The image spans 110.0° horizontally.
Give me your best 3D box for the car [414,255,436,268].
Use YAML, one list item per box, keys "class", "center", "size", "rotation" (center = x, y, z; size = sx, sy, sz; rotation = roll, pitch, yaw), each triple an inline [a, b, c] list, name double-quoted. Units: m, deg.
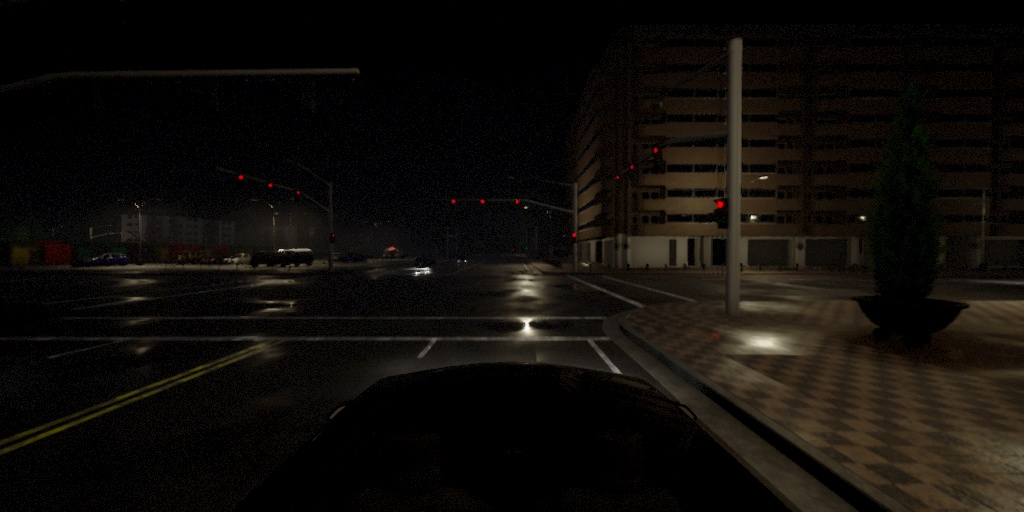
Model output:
- class: "car"
  center: [-10.496, 0.672, 43.600]
  size: [2.128, 1.511, 4.902]
  rotation: [0, 2, 0]
